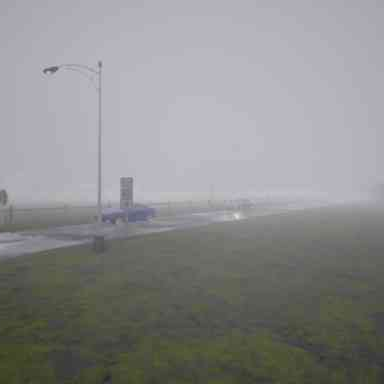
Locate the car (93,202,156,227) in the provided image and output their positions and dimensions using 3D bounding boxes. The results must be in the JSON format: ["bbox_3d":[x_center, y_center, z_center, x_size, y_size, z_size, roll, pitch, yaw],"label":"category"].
[{"bbox_3d":[-4.603,1.460,23.360,1.882,1.535,5.008,1,0,34],"label":"car"}]

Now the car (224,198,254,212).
[{"bbox_3d":[5.486,1.474,38.324,1.837,1.490,4.892,1,0,34],"label":"car"}]
